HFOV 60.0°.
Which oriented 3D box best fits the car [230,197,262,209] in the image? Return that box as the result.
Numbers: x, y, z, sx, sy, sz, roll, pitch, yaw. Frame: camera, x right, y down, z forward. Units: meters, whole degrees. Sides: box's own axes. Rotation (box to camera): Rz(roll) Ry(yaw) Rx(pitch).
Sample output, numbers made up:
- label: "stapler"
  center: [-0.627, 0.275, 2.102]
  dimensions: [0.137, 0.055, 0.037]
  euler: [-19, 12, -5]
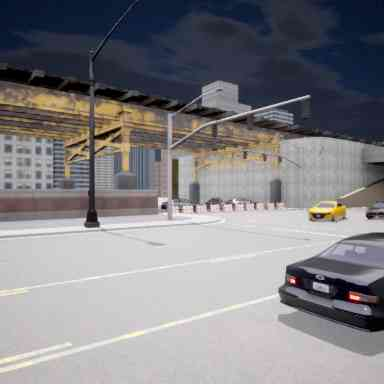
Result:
- label: "car"
  center: [6.674, 1.295, 44.249]
  dimensions: [4.536, 1.218, 1.853]
  euler: [0, 0, -7]

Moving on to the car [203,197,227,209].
- label: "car"
  center: [2.831, 1.295, 40.545]
  dimensions: [1.853, 1.218, 4.536]
  euler: [0, 0, 18]

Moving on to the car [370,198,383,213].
- label: "car"
  center: [22.535, 1.491, 37.992]
  dimensions: [4.902, 1.511, 2.128]
  euler: [0, 0, -37]

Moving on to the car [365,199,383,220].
- label: "car"
  center: [15.982, 1.548, 27.592]
  dimensions: [2.033, 1.411, 5.357]
  euler: [0, 0, 41]

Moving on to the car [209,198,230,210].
- label: "car"
  center: [2.815, 1.453, 40.495]
  dimensions: [2.038, 1.542, 4.974]
  euler: [0, 0, 18]

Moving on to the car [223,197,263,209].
- label: "car"
  center: [6.725, 1.453, 44.255]
  dimensions: [4.974, 1.542, 2.038]
  euler: [0, 0, -7]

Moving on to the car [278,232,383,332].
- label: "car"
  center: [4.079, 1.547, 6.688]
  dimensions: [5.357, 1.411, 2.033]
  euler: [0, 0, -35]

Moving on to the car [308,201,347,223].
- label: "car"
  center: [10.680, 1.477, 26.082]
  dimensions: [1.882, 1.535, 5.008]
  euler: [0, 0, 38]

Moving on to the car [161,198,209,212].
- label: "car"
  center: [-0.930, 1.453, 37.810]
  dimensions: [4.974, 1.542, 2.038]
  euler: [0, 0, 8]

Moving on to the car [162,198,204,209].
- label: "car"
  center: [-0.981, 1.295, 37.817]
  dimensions: [4.536, 1.218, 1.853]
  euler: [0, 0, 8]
